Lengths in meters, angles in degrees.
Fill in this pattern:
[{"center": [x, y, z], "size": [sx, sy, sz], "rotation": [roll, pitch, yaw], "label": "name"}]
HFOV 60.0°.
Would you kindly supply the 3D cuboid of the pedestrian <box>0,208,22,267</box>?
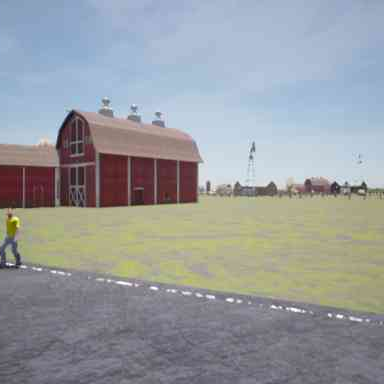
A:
[{"center": [-5.493, 1.377, 10.159], "size": [0.375, 1.860, 0.375], "rotation": [0, 1, 30], "label": "pedestrian"}]
